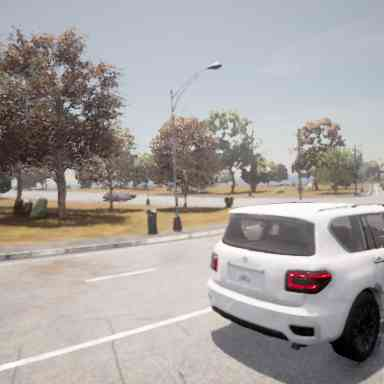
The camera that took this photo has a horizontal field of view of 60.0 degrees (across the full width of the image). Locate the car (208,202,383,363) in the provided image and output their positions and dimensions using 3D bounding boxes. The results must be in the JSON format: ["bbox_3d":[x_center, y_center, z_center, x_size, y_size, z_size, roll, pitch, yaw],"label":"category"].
[{"bbox_3d":[2.811,1.205,6.129,5.566,2.045,2.150,-1,0,-38],"label":"car"}]

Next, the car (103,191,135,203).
[{"bbox_3d":[-10.972,0.700,48.335,4.674,1.442,1.812,2,4,32],"label":"car"}]

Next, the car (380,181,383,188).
[{"bbox_3d":[43.070,-1.781,74.163,1.994,1.385,4.181,-2,2,28],"label":"car"}]

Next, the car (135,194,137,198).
[{"bbox_3d":[-10.934,0.549,52.428,4.718,1.301,1.895,2,4,32],"label":"car"}]

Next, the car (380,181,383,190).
[{"bbox_3d":[35.284,-1.094,59.764,1.837,1.490,4.892,-2,2,29],"label":"car"}]
